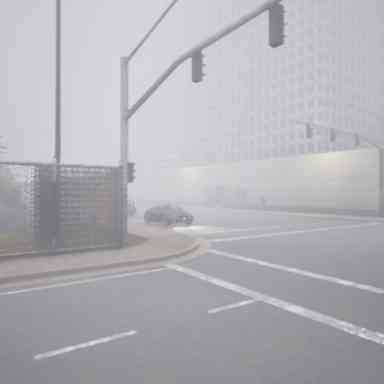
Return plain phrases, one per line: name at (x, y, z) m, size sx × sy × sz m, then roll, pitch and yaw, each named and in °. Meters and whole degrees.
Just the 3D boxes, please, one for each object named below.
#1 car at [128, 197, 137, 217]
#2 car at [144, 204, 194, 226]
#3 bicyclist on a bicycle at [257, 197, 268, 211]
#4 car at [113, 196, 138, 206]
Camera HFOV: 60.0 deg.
car at (-7.115, 1.199, 30.729) m, size 2.150 × 2.045 × 5.566 m, roll 0°, pitch 0°, yaw -35°
car at (-1.643, 1.541, 23.010) m, size 1.994 × 1.385 × 4.181 m, roll 0°, pitch 0°, yaw -35°
bicyclist on a bicycle at (7.768, 1.319, 36.505) m, size 1.656 × 1.620 × 0.582 m, roll 0°, pitch 0°, yaw -35°
car at (-11.025, 1.498, 54.738) m, size 2.128 × 1.511 × 4.902 m, roll 0°, pitch 0°, yaw -35°
